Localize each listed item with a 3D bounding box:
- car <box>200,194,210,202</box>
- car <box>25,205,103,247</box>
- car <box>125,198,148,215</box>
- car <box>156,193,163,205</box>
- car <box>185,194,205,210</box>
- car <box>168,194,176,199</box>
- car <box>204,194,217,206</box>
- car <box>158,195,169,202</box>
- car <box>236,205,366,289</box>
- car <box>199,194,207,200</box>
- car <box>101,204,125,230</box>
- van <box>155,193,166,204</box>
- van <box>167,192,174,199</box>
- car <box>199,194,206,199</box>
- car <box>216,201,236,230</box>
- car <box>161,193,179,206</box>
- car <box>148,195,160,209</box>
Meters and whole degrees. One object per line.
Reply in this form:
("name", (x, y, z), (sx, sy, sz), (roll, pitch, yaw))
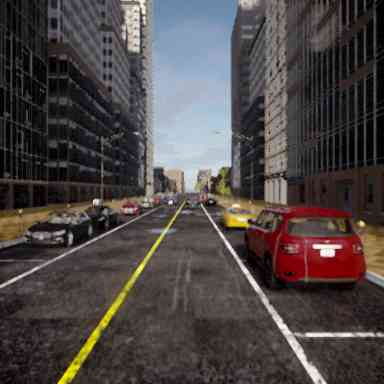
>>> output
("car", (2.723, 1.180, 71.622), (1.967, 1.590, 4.097), (0, 0, 0))
("car", (-5.681, 1.505, 14.718), (2.008, 1.369, 4.403), (0, 0, 0))
("car", (-5.674, 1.476, 31.794), (1.802, 1.307, 4.206), (0, 0, 0))
("car", (-5.665, 1.353, 54.564), (1.887, 1.381, 4.507), (0, 0, 0))
("car", (0.116, 1.351, 41.389), (2.128, 1.511, 4.902), (0, 0, 0))
("car", (-5.649, 1.210, 94.410), (1.947, 1.339, 4.313), (0, 0, 0))
("car", (2.713, 1.396, 48.856), (1.947, 1.339, 4.313), (0, 0, 0))
("car", (-5.661, 1.346, 65.949), (1.802, 1.307, 4.206), (0, 0, 0))
("car", (2.699, 1.286, 9.010), (2.192, 1.841, 5.009), (0, 0, 0))
("car", (2.727, 1.274, 83.007), (1.802, 1.307, 4.206), (0, 0, 0))
("car", (-5.679, 1.501, 20.411), (1.947, 1.339, 4.313), (0, 0, 0))
("van", (-5.662, 1.127, 60.256), (1.690, 1.788, 3.998), (0, 0, 0))
("van", (-5.650, 1.010, 88.716), (1.690, 1.788, 3.998), (0, 0, 0))
("car", (2.729, 1.192, 88.869), (1.752, 1.417, 4.829), (0, 0, 0))
("car", (2.702, 1.458, 20.564), (1.752, 1.417, 4.829), (0, 0, 0))
("car", (-3.016, 1.318, 49.917), (2.128, 1.511, 4.902), (0, 0, 1))
("car", (-5.670, 1.403, 43.180), (2.008, 1.369, 4.403), (0, 0, 0))
